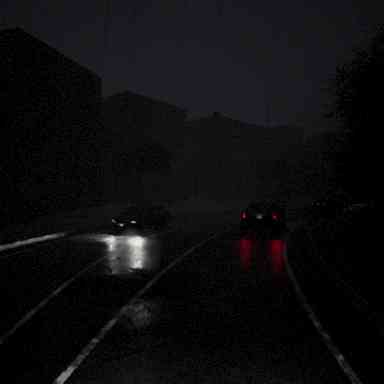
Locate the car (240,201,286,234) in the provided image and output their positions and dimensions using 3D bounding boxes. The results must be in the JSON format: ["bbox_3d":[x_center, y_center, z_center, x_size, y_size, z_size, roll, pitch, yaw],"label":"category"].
[{"bbox_3d":[4.235,1.316,19.321,2.097,1.767,4.553,0,0,20],"label":"car"}]

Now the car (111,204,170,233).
[{"bbox_3d":[-2.872,1.489,19.683,1.837,1.490,4.892,-1,0,20],"label":"car"}]

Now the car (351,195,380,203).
[{"bbox_3d":[26.471,0.628,50.771,5.566,2.045,2.150,-2,0,-34],"label":"car"}]

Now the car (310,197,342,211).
[{"bbox_3d":[14.723,1.294,36.197,2.033,1.411,5.357,-1,0,42],"label":"car"}]
